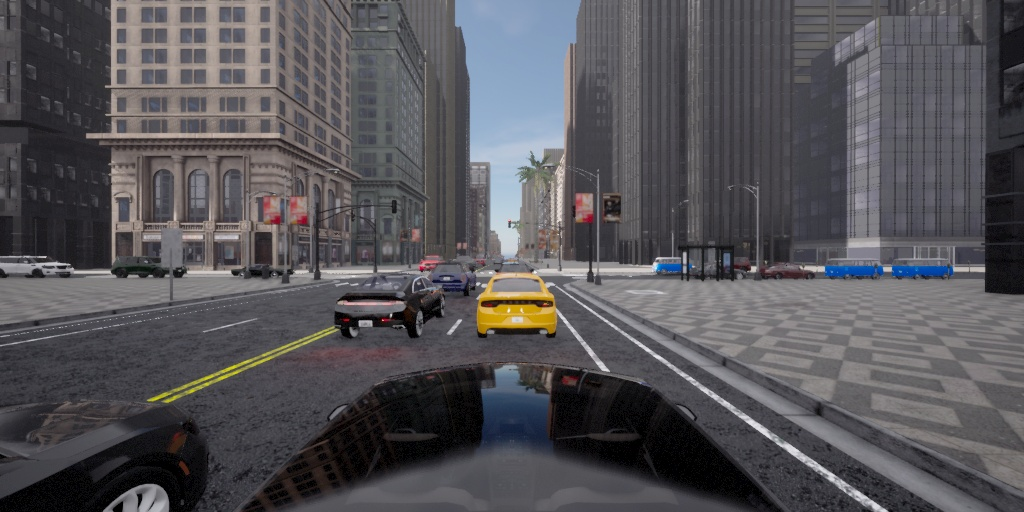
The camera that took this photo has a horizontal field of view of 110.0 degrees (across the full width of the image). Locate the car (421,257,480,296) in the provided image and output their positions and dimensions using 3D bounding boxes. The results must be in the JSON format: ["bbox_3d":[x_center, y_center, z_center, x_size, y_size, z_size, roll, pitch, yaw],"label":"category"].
[{"bbox_3d":[-3.124,1.102,19.278,2.097,1.767,4.553,0,0,0],"label":"car"}]

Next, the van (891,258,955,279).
[{"bbox_3d":[34.144,1.079,29.827,3.998,1.789,1.690,0,0,0],"label":"van"}]

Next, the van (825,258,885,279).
[{"bbox_3d":[28.467,1.082,29.833,3.998,1.789,1.690,0,0,0],"label":"van"}]

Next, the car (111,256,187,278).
[{"bbox_3d":[-33.016,1.008,32.671,5.566,2.045,2.150,0,0,0],"label":"car"}]

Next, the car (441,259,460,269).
[{"bbox_3d":[-9.753,1.245,57.336,2.128,1.511,4.902,0,0,0],"label":"car"}]

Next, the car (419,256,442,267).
[{"bbox_3d":[-9.787,0.974,44.184,2.150,2.045,5.566,0,0,0],"label":"car"}]

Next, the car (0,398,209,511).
[{"bbox_3d":[-3.151,1.255,0.623,1.837,1.490,4.892,0,0,0],"label":"car"}]

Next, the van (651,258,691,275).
[{"bbox_3d":[17.120,1.065,38.371,3.998,1.789,1.690,0,0,0],"label":"van"}]

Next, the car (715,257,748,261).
[{"bbox_3d":[22.798,1.035,38.364,5.009,1.841,2.192,0,0,0],"label":"car"}]

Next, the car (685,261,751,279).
[{"bbox_3d":[17.112,1.299,29.846,4.403,1.370,2.007,0,0,0],"label":"car"}]

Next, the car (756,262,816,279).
[{"bbox_3d":[22.790,1.326,29.839,4.207,1.307,1.802,0,0,0],"label":"car"}]

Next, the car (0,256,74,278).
[{"bbox_3d":[-43.723,1.021,32.744,5.566,2.045,2.150,0,0,0],"label":"car"}]

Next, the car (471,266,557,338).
[{"bbox_3d":[0.110,1.228,10.229,1.882,1.535,5.008,0,0,0],"label":"car"}]

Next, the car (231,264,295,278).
[{"bbox_3d":[-22.543,1.375,32.601,4.718,1.301,1.895,0,0,0],"label":"car"}]

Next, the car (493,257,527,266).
[{"bbox_3d":[0.126,1.102,19.302,2.097,1.767,4.553,0,0,0],"label":"car"}]

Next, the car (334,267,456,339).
[{"bbox_3d":[-3.139,1.241,10.139,2.128,1.511,4.902,0,0,0],"label":"car"}]
